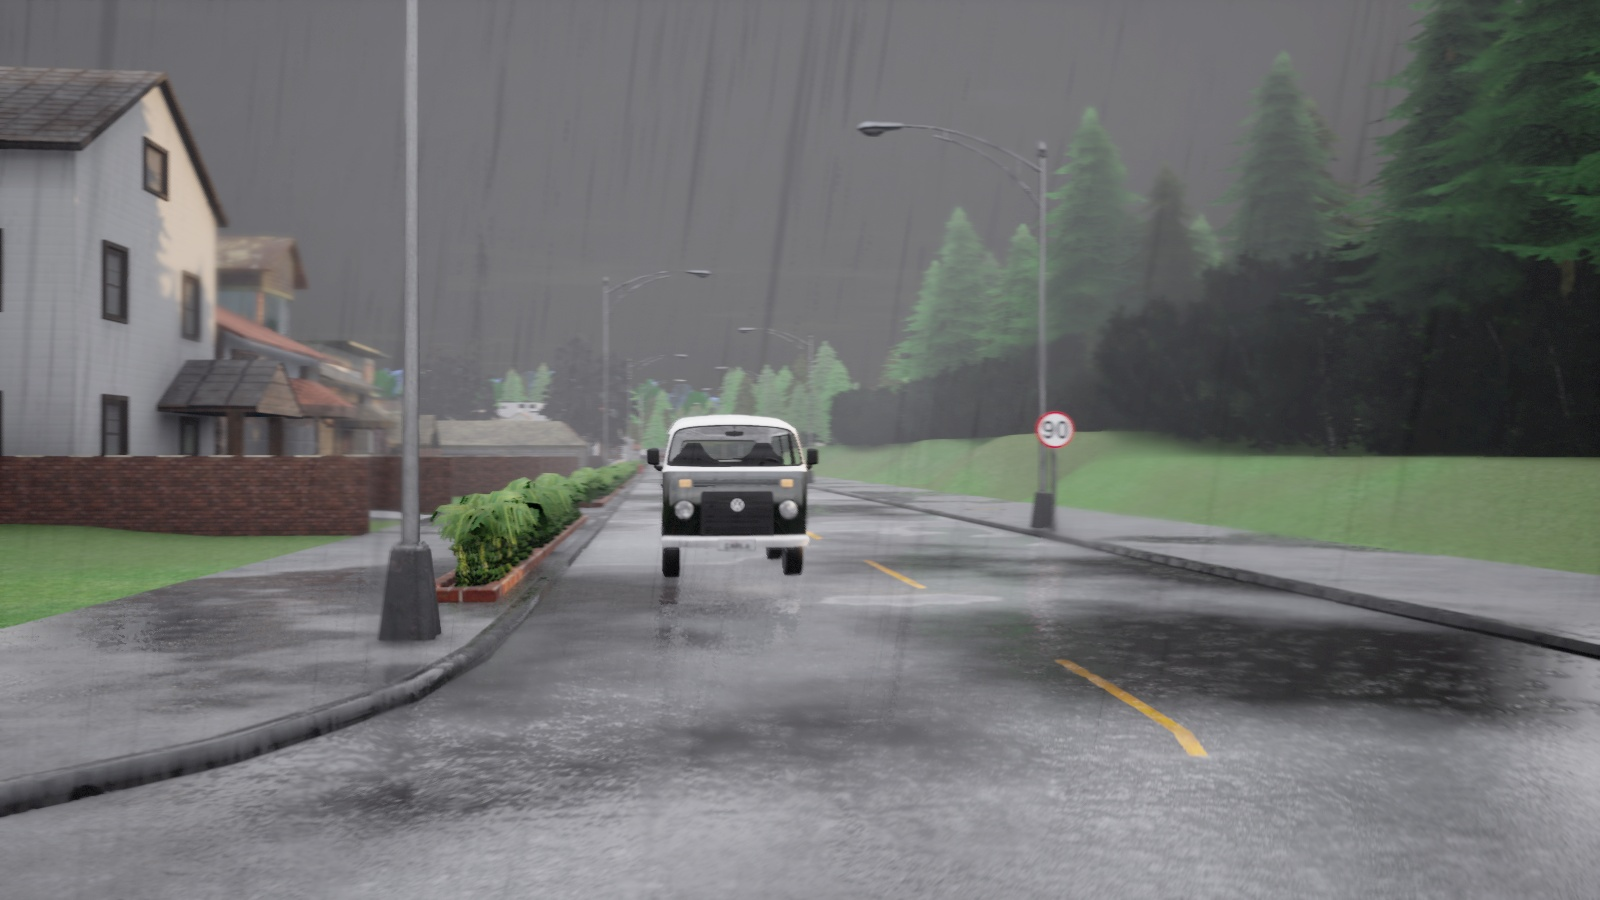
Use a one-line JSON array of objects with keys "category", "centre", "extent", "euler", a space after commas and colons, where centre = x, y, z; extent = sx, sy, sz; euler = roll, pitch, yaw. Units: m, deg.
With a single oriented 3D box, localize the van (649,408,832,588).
[{"category": "van", "centre": [-0.903, 0.551, 16.504], "extent": [2.069, 2.038, 4.480], "euler": [0, 0, -6]}]
